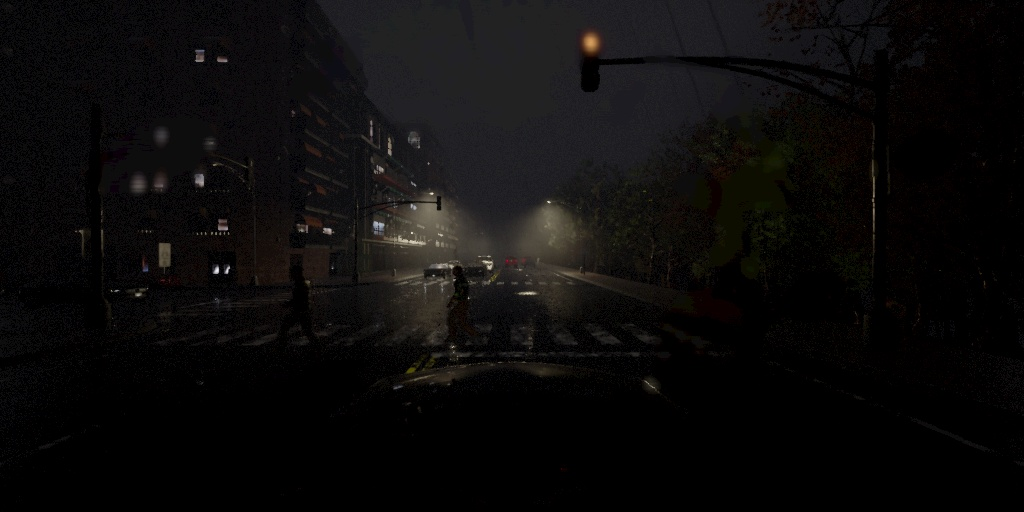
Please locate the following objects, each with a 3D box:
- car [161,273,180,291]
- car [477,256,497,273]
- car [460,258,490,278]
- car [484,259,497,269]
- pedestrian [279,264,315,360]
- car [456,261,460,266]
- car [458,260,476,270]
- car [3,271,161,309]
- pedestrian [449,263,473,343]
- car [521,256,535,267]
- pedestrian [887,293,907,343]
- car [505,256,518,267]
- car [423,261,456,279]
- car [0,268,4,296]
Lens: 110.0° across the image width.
[{"bbox_3d":[-22.820,1.593,21.936,4.207,1.307,1.802,0,0,-1],"label":"car"},{"bbox_3d":[-3.430,0.973,44.253,2.150,2.045,5.566,0,1,0],"label":"car"},{"bbox_3d":[-3.410,1.230,34.225,1.882,1.535,5.008,0,0,0],"label":"car"},{"bbox_3d":[-3.441,1.267,57.605,1.837,1.490,4.892,0,0,0],"label":"car"},{"bbox_3d":[-4.096,1.044,6.850,0.375,1.860,0.375,0,0,0],"label":"pedestrian"},{"bbox_3d":[-6.675,1.281,41.630,1.812,1.442,4.674,0,0,0],"label":"car"},{"bbox_3d":[-6.695,1.308,54.306,2.033,1.411,5.357,0,0,0],"label":"car"},{"bbox_3d":[-19.089,1.497,16.081,4.674,1.442,1.812,-1,0,0],"label":"car"},{"bbox_3d":[-1.147,1.044,8.151,0.375,1.860,0.375,0,0,0],"label":"pedestrian"},{"bbox_3d":[3.128,1.244,64.358,1.882,1.535,5.008,0,0,0],"label":"car"},{"bbox_3d":[8.020,1.271,7.569,0.500,1.100,0.500,0,0,0],"label":"pedestrian"},{"bbox_3d":[-0.122,0.988,64.381,2.150,2.045,5.566,0,0,0],"label":"car"},{"bbox_3d":[-6.664,1.353,32.706,1.895,1.301,4.718,0,0,0],"label":"car"},{"bbox_3d":[-22.681,1.335,13.289,5.009,1.841,2.192,0,0,-1],"label":"car"}]
